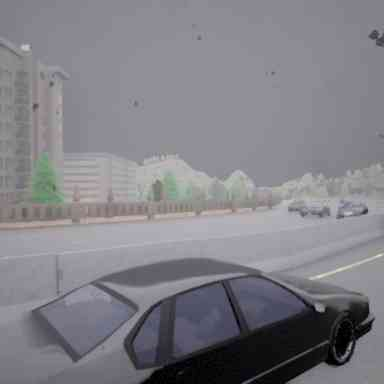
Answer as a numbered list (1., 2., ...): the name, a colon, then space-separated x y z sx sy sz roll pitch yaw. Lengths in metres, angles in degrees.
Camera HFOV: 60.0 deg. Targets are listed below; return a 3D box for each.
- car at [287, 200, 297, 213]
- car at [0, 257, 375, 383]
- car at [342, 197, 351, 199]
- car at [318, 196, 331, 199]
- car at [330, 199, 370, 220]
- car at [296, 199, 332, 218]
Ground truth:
1. car: 12.498 1.657 38.664 1.837 1.490 4.892 0 0 31
2. car: 0.114 1.558 3.989 5.357 1.411 2.033 0 0 -38
3. car: 30.360 1.765 65.300 1.812 1.442 4.674 -1 0 13
4. car: 27.371 1.580 68.616 2.097 1.767 4.553 -1 0 10
5. car: 13.453 1.566 27.648 2.128 1.511 4.902 0 0 36
6. car: 11.650 1.629 31.085 1.812 1.442 4.674 0 0 35
